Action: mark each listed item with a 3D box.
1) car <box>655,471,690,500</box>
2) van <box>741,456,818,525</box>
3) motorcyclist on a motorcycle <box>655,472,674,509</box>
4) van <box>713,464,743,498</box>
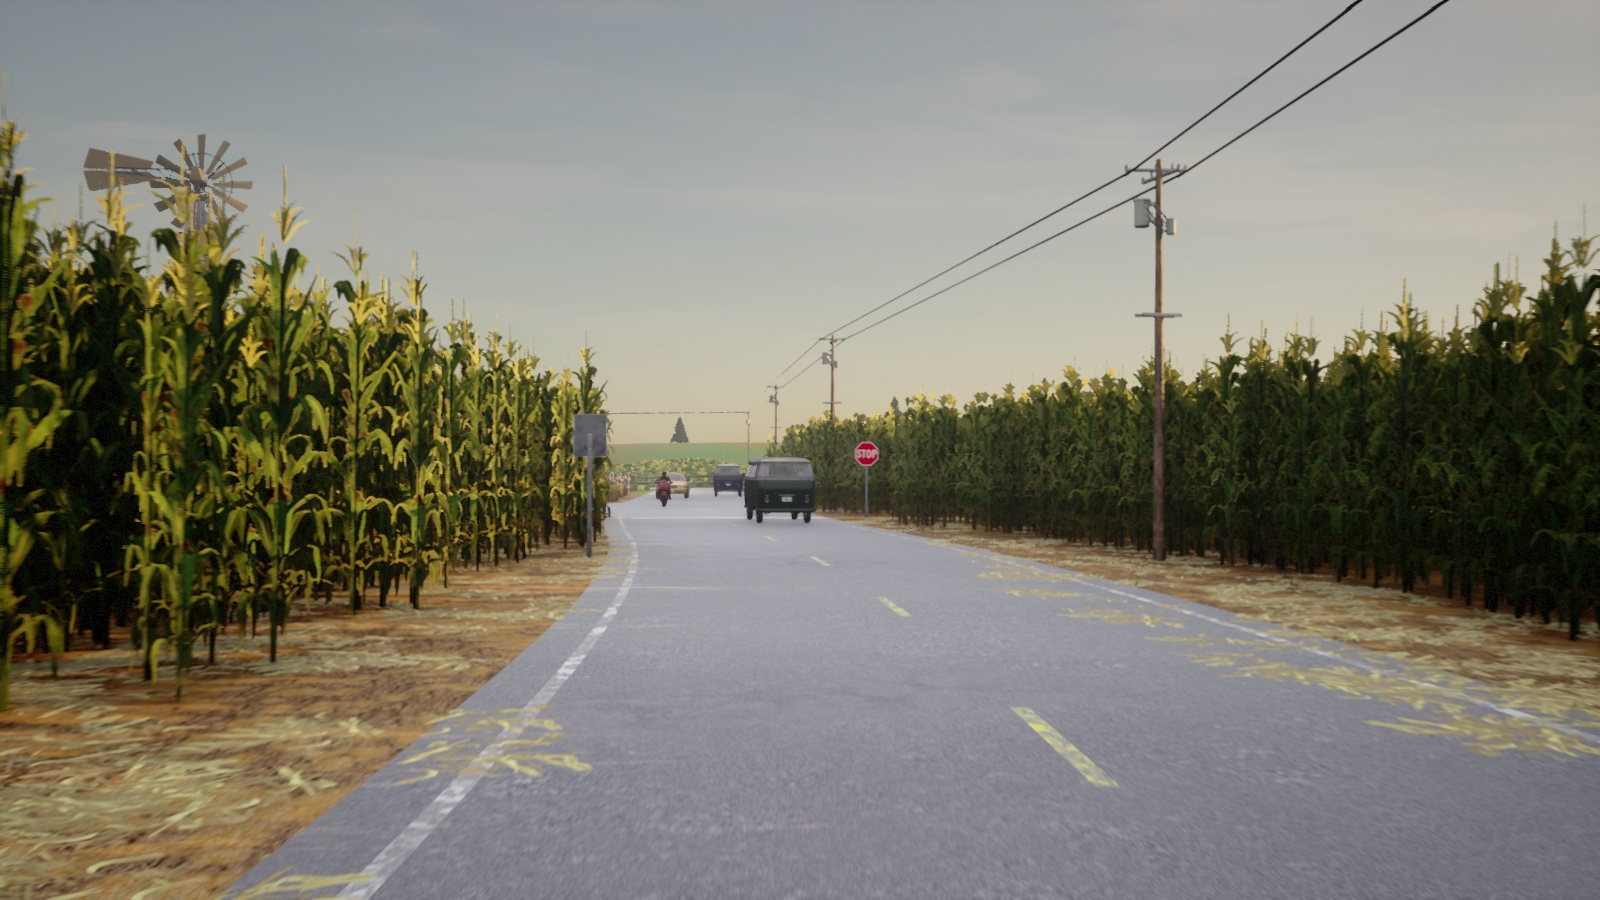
[{"bbox_3d":[-7.215,1.976,71.274,1.801,1.575,5.366,0,-1,-4],"label":"car"},{"bbox_3d":[-0.699,1.225,39.088,1.775,1.987,4.442,0,-1,-9],"label":"van"},{"bbox_3d":[-5.730,1.708,53.051,0.797,1.523,2.044,0,-1,-6],"label":"motorcyclist on a motorcycle"},{"bbox_3d":[-4.443,1.879,77.284,1.775,1.987,4.442,0,-1,-4],"label":"van"}]
